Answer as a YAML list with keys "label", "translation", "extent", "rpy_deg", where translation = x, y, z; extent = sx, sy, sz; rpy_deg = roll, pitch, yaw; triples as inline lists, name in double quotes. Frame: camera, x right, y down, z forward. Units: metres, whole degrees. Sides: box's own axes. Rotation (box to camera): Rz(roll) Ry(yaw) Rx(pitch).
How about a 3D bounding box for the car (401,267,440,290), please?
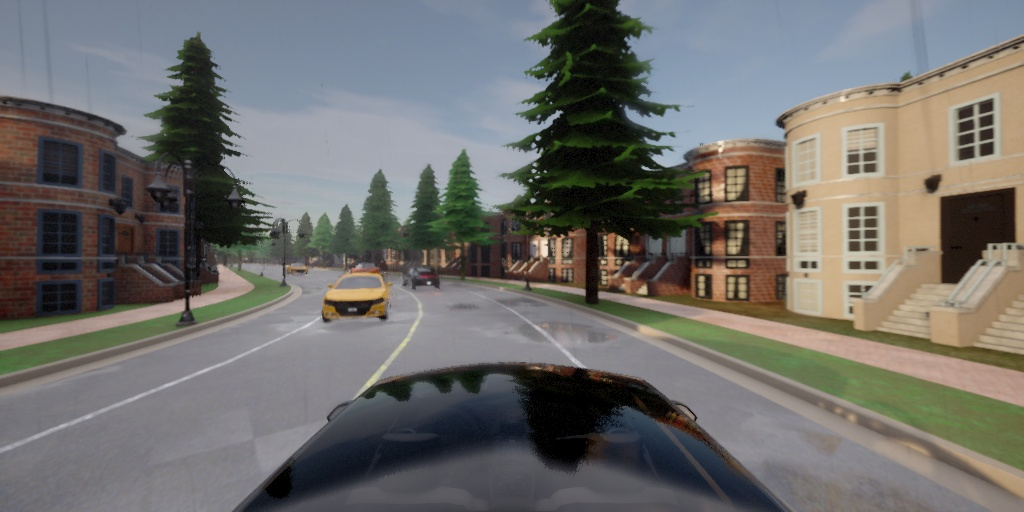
- label: "car"
  translation: [-6.454, 1.487, 25.149]
  extent: [1.837, 1.490, 4.892]
  rpy_deg: [1, 0, -28]

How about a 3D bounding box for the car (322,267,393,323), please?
- label: "car"
  translation: [-5.405, 1.344, 12.991]
  extent: [1.882, 1.535, 5.008]
  rpy_deg: [0, -1, -16]

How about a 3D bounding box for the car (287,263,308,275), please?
- label: "car"
  translation: [-28.676, 1.715, 47.971]
  extent: [1.882, 1.535, 5.008]
  rpy_deg: [0, -1, -39]

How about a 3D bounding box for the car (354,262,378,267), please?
- label: "car"
  translation: [-15.374, 1.466, 37.572]
  extent: [2.097, 1.767, 4.553]
  rpy_deg: [0, -1, -39]
